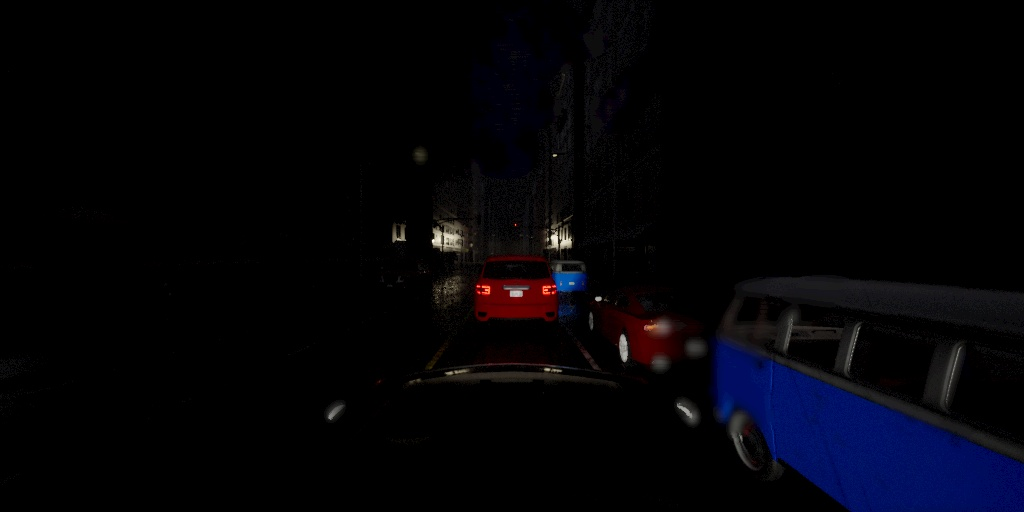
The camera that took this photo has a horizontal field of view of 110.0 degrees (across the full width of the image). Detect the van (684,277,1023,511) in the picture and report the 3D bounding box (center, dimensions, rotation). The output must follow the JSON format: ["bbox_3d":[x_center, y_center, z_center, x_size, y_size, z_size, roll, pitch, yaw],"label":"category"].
[{"bbox_3d":[2.856,1.091,2.132,1.690,1.789,3.998,0,0,0],"label":"van"}]

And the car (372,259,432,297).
[{"bbox_3d":[-5.636,1.059,19.090,2.192,1.841,5.009,0,0,0],"label":"car"}]

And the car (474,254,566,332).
[{"bbox_3d":[0.118,0.970,11.016,2.150,2.045,5.566,0,0,0],"label":"car"}]

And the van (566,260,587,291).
[{"bbox_3d":[2.889,1.085,19.114,1.690,1.789,3.998,0,0,0],"label":"van"}]

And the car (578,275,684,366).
[{"bbox_3d":[2.867,1.294,7.793,1.888,1.381,4.507,0,0,0],"label":"car"}]
